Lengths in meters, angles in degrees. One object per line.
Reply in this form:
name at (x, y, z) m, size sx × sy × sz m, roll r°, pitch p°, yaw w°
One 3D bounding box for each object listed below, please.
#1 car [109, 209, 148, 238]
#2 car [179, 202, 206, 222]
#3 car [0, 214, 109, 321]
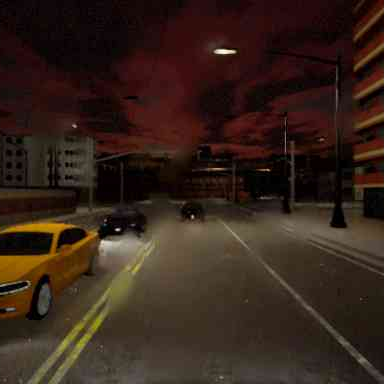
car at (-3.509, 1.602, 17.750) m, size 1.994 × 1.385 × 4.181 m, roll 0°, pitch 0°, yaw 0°
car at (0.057, 1.562, 26.613) m, size 1.837 × 1.490 × 4.892 m, roll 0°, pitch 0°, yaw 0°
car at (-3.566, 1.494, 7.610) m, size 1.882 × 1.535 × 5.008 m, roll 0°, pitch 0°, yaw 0°
